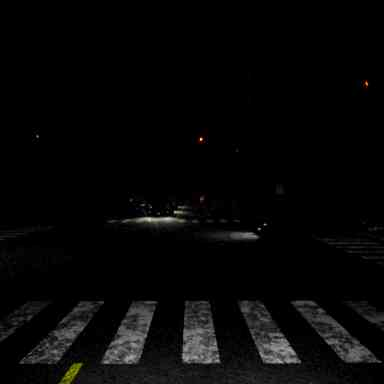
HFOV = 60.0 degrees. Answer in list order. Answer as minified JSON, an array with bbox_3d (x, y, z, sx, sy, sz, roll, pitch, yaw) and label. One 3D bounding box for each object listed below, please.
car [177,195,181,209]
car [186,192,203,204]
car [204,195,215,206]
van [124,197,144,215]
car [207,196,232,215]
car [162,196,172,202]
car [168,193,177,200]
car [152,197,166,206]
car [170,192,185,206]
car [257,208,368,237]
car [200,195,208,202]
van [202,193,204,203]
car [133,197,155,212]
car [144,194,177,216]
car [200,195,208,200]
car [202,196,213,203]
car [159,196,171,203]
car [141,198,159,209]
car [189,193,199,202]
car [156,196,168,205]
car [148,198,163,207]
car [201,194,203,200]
[{"bbox_3d":[-2.831,1.480,42.064,1.882,1.535,5.008,0,0,1],"label":"car"},{"bbox_3d":[0.406,1.222,63.398,2.150,2.045,5.566,0,0,0],"label":"car"},{"bbox_3d":[2.951,1.442,44.713,1.967,1.590,4.097,0,0,0],"label":"car"},{"bbox_3d":[-5.648,1.342,33.428,1.690,1.788,3.998,0,0,0],"label":"van"},{"bbox_3d":[2.878,1.442,33.375,1.967,1.590,4.097,0,0,0],"label":"car"},{"bbox_3d":[-5.390,1.542,73.105,1.887,1.381,4.507,0,0,0],"label":"car"},{"bbox_3d":[-5.281,1.305,90.110,2.192,1.841,5.009,0,0,0],"label":"car"},{"bbox_3d":[-5.501,1.568,56.101,1.947,1.339,4.313,0,0,0],"label":"car"},{"bbox_3d":[-2.735,1.223,55.271,2.150,2.045,5.566,0,0,0],"label":"car"},{"bbox_3d":[6.195,1.554,17.411,5.357,1.411,2.033,0,0,0],"label":"car"},{"bbox_3d":[2.860,1.452,79.561,1.801,1.575,5.366,0,0,0],"label":"car"},{"bbox_3d":[3.025,1.343,56.051,1.690,1.788,3.998,0,0,0],"label":"van"},{"bbox_3d":[-5.611,1.442,39.096,1.967,1.590,4.097,0,0,0],"label":"car"},{"bbox_3d":[-2.938,1.353,32.126,2.097,1.767,4.553,0,0,2],"label":"car"},{"bbox_3d":[3.245,1.556,90.067,1.947,1.339,4.313,0,0,0],"label":"car"},{"bbox_3d":[3.098,1.550,67.390,2.008,1.369,4.403,0,0,0],"label":"car"},{"bbox_3d":[-5.427,1.565,67.437,1.947,1.339,4.313,0,0,0],"label":"car"},{"bbox_3d":[-5.574,1.568,44.765,1.947,1.339,4.313,0,0,0],"label":"car"},{"bbox_3d":[0.472,1.185,73.758,2.097,1.767,4.553,0,0,0],"label":"car"},{"bbox_3d":[-5.465,1.526,61.599,1.752,1.417,4.829,0,0,0],"label":"car"},{"bbox_3d":[-5.537,1.584,50.433,1.802,1.307,4.206,0,0,0],"label":"car"},{"bbox_3d":[3.063,1.526,61.890,1.752,1.417,4.829,0,0,0],"label":"car"}]
